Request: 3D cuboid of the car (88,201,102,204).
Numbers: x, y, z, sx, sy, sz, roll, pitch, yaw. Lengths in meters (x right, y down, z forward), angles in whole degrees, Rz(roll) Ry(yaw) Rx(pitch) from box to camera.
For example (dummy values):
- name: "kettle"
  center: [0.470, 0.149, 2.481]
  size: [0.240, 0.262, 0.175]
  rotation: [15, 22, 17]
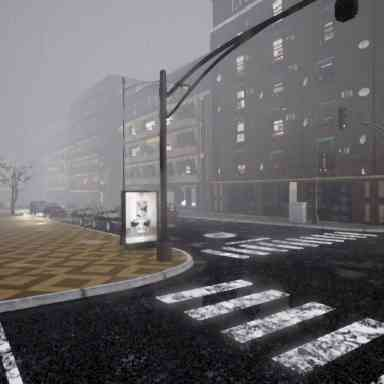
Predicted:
- name: "car"
  center: [-15.001, 2.118, 50.657]
  size: [1.967, 1.590, 4.097]
  rotation: [-2, 0, -36]

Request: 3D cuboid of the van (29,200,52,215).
- name: "van"
  center: [-19.834, 2.034, 42.982]
  size: [1.690, 1.788, 3.998]
  rotation: [-2, 0, -36]

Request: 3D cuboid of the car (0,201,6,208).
- name: "car"
  center: [-44.641, 2.861, 77.329]
  size: [1.887, 1.381, 4.507]
  rotation: [-2, 0, -36]

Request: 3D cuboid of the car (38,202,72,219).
- name: "car"
  center: [-14.916, 2.114, 36.094]
  size: [1.887, 1.381, 4.507]
  rotation: [-2, 0, -36]

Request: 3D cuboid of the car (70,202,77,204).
- name: "car"
  center: [-21.530, 2.423, 59.679]
  size: [1.802, 1.307, 4.206]
  rotation: [-2, 0, -36]

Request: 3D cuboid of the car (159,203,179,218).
- name: "car"
  center: [-3.154, 1.823, 34.492]
  size: [1.967, 1.590, 4.097]
  rotation: [-2, 0, -36]

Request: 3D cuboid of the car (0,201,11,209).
- name: "car"
  center: [-38.113, 2.702, 68.305]
  size: [2.008, 1.369, 4.403]
  rotation: [-2, 0, -36]

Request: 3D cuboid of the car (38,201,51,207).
- name: "car"
  center: [-34.586, 2.734, 77.728]
  size: [1.947, 1.339, 4.313]
  rotation: [-2, 0, -36]

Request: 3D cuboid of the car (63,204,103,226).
- name: "car"
  center: [-8.840, 1.968, 27.617]
  size: [2.008, 1.369, 4.403]
  rotation: [-2, 0, -36]

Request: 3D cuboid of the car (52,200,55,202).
- name: "car"
  center: [-25.375, 2.469, 60.589]
  size: [1.994, 1.385, 4.181]
  rotation: [-1, -1, -36]

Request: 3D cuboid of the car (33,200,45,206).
- name: "car"
  center: [-37.851, 2.796, 82.241]
  size: [1.887, 1.381, 4.507]
  rotation: [-2, 0, -36]

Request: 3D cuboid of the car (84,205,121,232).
- name: "car"
  center: [-5.576, 1.887, 23.105]
  size: [2.008, 1.369, 4.403]
  rotation: [-2, 0, -36]

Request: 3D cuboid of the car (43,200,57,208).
- name: "car"
  center: [-31.326, 2.526, 73.216]
  size: [1.967, 1.590, 4.097]
  rotation: [-2, 0, -36]
